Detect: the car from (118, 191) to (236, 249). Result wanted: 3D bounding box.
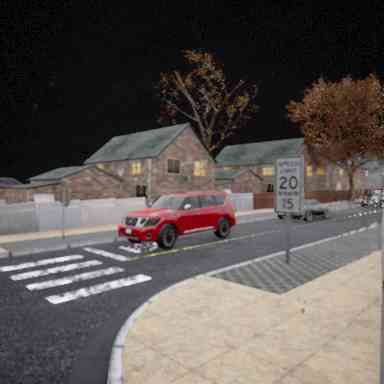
[{"bbox_3d":[-0.400,1.016,14.052,2.150,2.045,5.566,1,2,44],"label":"car"}]

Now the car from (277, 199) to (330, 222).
[{"bbox_3d":[7.318,1.126,21.765,4.181,1.385,1.994,-2,2,-44],"label":"car"}]

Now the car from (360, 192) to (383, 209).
[{"bbox_3d":[18.027,0.747,32.337,4.892,1.490,1.837,-2,2,-44],"label":"car"}]
